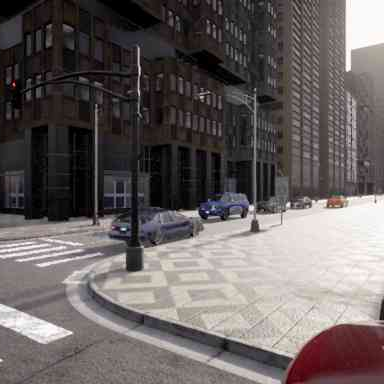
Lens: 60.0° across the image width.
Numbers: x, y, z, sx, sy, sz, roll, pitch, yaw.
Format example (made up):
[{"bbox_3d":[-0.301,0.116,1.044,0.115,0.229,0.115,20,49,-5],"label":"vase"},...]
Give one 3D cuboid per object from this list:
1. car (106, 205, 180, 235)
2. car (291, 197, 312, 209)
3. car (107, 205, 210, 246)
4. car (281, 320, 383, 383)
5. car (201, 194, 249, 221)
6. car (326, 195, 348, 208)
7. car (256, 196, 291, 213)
[{"bbox_3d":[-2.732,1.525,19.527,1.994,1.385,4.181,0,0,35],"label":"car"},{"bbox_3d":[14.358,1.386,43.664,2.128,1.511,4.902,0,0,35],"label":"car"},{"bbox_3d":[-1.437,1.521,15.349,2.033,1.411,5.357,0,0,31],"label":"car"},{"bbox_3d":[2.705,1.315,1.032,5.009,1.841,2.192,0,0,35],"label":"car"},{"bbox_3d":[2.748,1.161,27.296,2.150,2.045,5.566,0,0,35],"label":"car"},{"bbox_3d":[20.543,1.237,46.956,2.097,1.767,4.553,0,0,35],"label":"car"},{"bbox_3d":[8.379,1.270,35.255,2.097,1.767,4.553,0,0,35],"label":"car"}]
